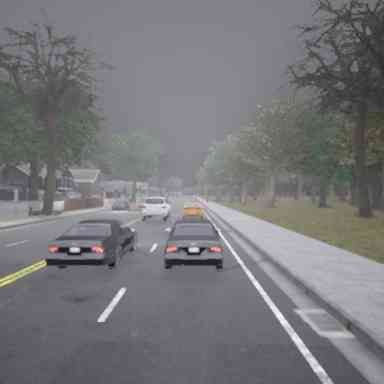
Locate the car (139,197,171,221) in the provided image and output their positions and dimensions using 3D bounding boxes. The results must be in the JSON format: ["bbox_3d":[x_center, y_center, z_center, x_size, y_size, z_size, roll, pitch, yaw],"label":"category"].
[{"bbox_3d":[-3.167,1.484,30.592,2.150,2.045,5.566,0,-1,0],"label":"car"}]

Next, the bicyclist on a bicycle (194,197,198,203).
[{"bbox_3d":[0.882,2.033,69.464,0.866,1.612,1.509,0,0,0],"label":"bicyclist on a bicycle"}]

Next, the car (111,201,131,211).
[{"bbox_3d":[-9.843,1.962,46.430,1.994,1.385,4.181,0,-1,0],"label":"car"}]

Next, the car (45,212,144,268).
[{"bbox_3d":[-3.186,1.648,11.597,2.033,1.411,5.357,0,0,0],"label":"car"}]

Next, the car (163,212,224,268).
[{"bbox_3d":[0.064,1.648,11.613,2.033,1.411,5.357,0,0,0],"label":"car"}]

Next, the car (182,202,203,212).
[{"bbox_3d":[0.085,1.762,33.022,1.882,1.535,5.008,0,0,0],"label":"car"}]

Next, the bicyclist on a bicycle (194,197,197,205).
[{"bbox_3d":[0.884,2.039,78.462,0.659,1.776,1.843,0,0,0],"label":"bicyclist on a bicycle"}]

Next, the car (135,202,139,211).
[{"bbox_3d":[-6.593,1.748,46.315,2.097,1.767,4.553,0,0,0],"label":"car"}]
